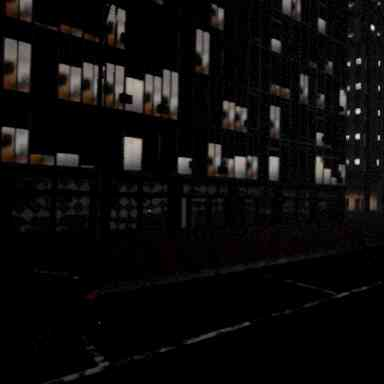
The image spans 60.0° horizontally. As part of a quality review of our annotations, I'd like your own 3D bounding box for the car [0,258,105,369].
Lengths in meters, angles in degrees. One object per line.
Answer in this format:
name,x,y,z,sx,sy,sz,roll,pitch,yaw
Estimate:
car,-3.247,1.579,4.229,4.206,1.307,1.802,1,1,-35
